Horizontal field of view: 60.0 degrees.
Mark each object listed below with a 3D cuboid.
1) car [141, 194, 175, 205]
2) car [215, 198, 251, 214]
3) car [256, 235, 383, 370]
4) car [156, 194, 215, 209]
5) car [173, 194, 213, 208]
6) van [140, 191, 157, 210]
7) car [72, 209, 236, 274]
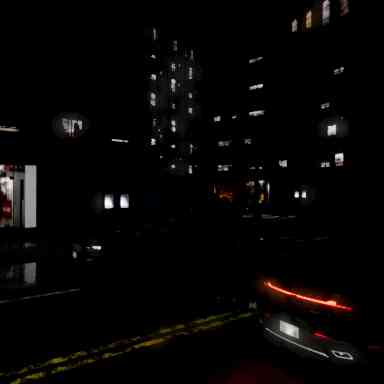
[{"bbox_3d":[-4.359,0.962,42.548,4.206,1.307,1.802,1,0,37],"label":"car"},{"bbox_3d":[3.141,1.210,29.634,4.181,1.385,1.994,2,1,37],"label":"car"},{"bbox_3d":[3.237,1.507,5.621,4.892,1.490,1.837,0,0,-35],"label":"car"},{"bbox_3d":[-0.603,1.138,29.225,4.403,1.369,2.008,1,0,37],"label":"car"},{"bbox_3d":[0.054,1.042,39.223,4.403,1.369,2.008,1,0,37],"label":"car"},{"bbox_3d":[-5.010,0.817,32.552,3.998,1.788,1.690,1,0,37],"label":"van"},{"bbox_3d":[-1.241,1.493,10.670,4.902,1.511,2.128,0,0,-34],"label":"car"}]
